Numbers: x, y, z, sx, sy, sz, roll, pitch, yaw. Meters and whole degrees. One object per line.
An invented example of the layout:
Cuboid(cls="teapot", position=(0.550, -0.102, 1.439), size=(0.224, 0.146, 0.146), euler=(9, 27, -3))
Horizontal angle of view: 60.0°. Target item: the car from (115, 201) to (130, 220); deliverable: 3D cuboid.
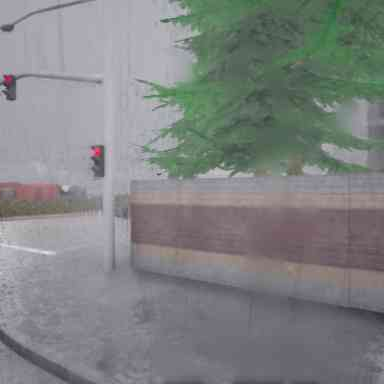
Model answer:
Cuboid(cls="car", position=(-5.004, 1.476, 28.308), size=(2.128, 1.511, 4.902), euler=(0, 0, 35))
